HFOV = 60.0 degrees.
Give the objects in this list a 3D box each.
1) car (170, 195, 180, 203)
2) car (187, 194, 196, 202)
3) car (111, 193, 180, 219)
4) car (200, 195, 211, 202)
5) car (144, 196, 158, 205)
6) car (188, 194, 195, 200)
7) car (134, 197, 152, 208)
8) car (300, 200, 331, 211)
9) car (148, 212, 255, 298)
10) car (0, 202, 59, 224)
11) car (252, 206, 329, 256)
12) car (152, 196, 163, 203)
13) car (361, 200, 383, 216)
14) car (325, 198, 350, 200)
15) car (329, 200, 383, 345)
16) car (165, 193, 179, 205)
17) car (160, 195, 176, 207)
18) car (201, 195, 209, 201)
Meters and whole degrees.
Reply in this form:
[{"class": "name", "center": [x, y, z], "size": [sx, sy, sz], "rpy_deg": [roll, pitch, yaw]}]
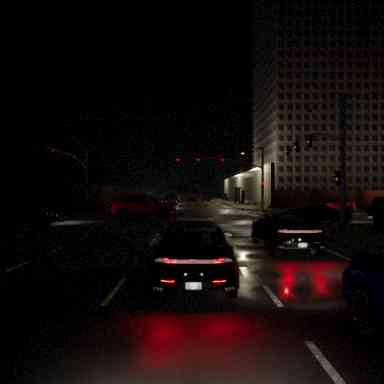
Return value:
[{"class": "car", "center": [-3.587, 1.478, 71.097], "size": [1.882, 1.535, 5.008], "rpy_deg": [0, 0, 0]}, {"class": "car", "center": [-0.096, 1.346, 78.741], "size": [2.097, 1.767, 4.553], "rpy_deg": [0, 0, 0]}, {"class": "car", "center": [-4.113, 1.248, 28.461], "size": [5.566, 2.045, 2.150], "rpy_deg": [0, 0, 0]}, {"class": "car", "center": [3.404, 1.524, 78.788], "size": [1.812, 1.442, 4.674], "rpy_deg": [0, 0, 0]}, {"class": "car", "center": [-7.151, 1.477, 58.566], "size": [1.882, 1.535, 5.008], "rpy_deg": [0, 0, 0]}, {"class": "car", "center": [-0.109, 1.327, 88.994], "size": [1.837, 1.490, 4.892], "rpy_deg": [0, 0, 0]}, {"class": "car", "center": [-7.151, 1.477, 49.244], "size": [1.882, 1.535, 5.008], "rpy_deg": [0, 0, 0]}, {"class": "car", "center": [9.586, 1.578, 25.008], "size": [4.674, 1.442, 1.812], "rpy_deg": [0, 0, 0]}, {"class": "car", "center": [0.046, 1.491, 8.470], "size": [2.128, 1.511, 4.902], "rpy_deg": [0, 0, 0]}, {"class": "car", "center": [-12.555, 1.551, 24.933], "size": [4.892, 1.490, 1.837], "rpy_deg": [-1, 0, 0]}, {"class": "car", "center": [3.565, 1.491, 13.088], "size": [2.128, 1.511, 4.902], "rpy_deg": [0, 0, 0]}, {"class": "car", "center": [-7.085, 1.600, 68.729], "size": [1.895, 1.301, 4.718], "rpy_deg": [0, 0, 0]}, {"class": "car", "center": [19.374, 1.533, 32.239], "size": [5.008, 1.535, 1.882], "rpy_deg": [0, 0, 0]}, {"class": "car", "center": [14.989, 1.407, 35.726], "size": [4.553, 1.767, 2.097], "rpy_deg": [0, 0, 0]}, {"class": "car", "center": [3.596, 1.221, 3.242], "size": [2.150, 2.045, 5.566], "rpy_deg": [0, 0, 0]}, {"class": "car", "center": [-3.637, 1.221, 60.948], "size": [2.150, 2.045, 5.566], "rpy_deg": [0, 0, 0]}, {"class": "car", "center": [-3.649, 1.352, 51.359], "size": [2.097, 1.767, 4.553], "rpy_deg": [0, 0, 0]}, {"class": "car", "center": [3.391, 1.500, 89.093], "size": [1.837, 1.490, 4.892], "rpy_deg": [0, 0, 0]}]
